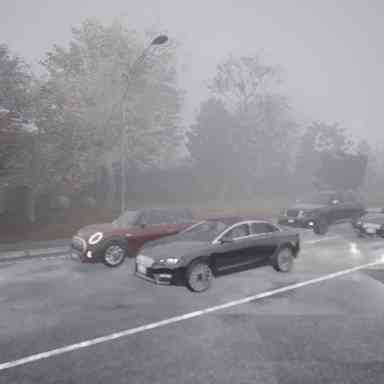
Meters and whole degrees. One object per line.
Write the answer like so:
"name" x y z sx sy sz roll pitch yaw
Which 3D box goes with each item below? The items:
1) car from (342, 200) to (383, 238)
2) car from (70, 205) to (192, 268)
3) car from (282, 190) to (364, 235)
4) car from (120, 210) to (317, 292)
"car" 9.150 1.217 14.725 4.902 1.511 2.128 -2 1 -35
"car" -1.710 1.309 11.353 4.553 1.767 2.097 -1 1 -35
"car" 6.999 0.951 17.491 5.566 2.045 2.150 -2 1 -35
"car" 0.871 1.440 8.897 4.902 1.511 2.128 -1 1 -35
